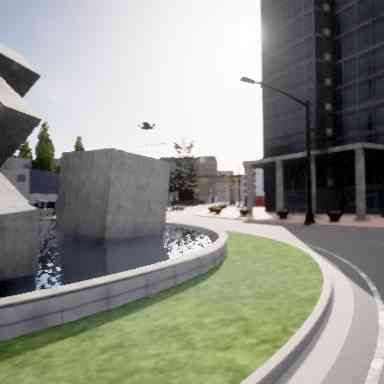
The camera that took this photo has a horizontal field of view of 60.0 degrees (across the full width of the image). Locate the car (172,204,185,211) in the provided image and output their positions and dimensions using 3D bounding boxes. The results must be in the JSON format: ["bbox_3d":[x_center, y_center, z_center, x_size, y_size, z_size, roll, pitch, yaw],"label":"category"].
[{"bbox_3d":[-2.737,3.170,68.673,1.895,1.301,4.718,-1,-1,11],"label":"car"}]
